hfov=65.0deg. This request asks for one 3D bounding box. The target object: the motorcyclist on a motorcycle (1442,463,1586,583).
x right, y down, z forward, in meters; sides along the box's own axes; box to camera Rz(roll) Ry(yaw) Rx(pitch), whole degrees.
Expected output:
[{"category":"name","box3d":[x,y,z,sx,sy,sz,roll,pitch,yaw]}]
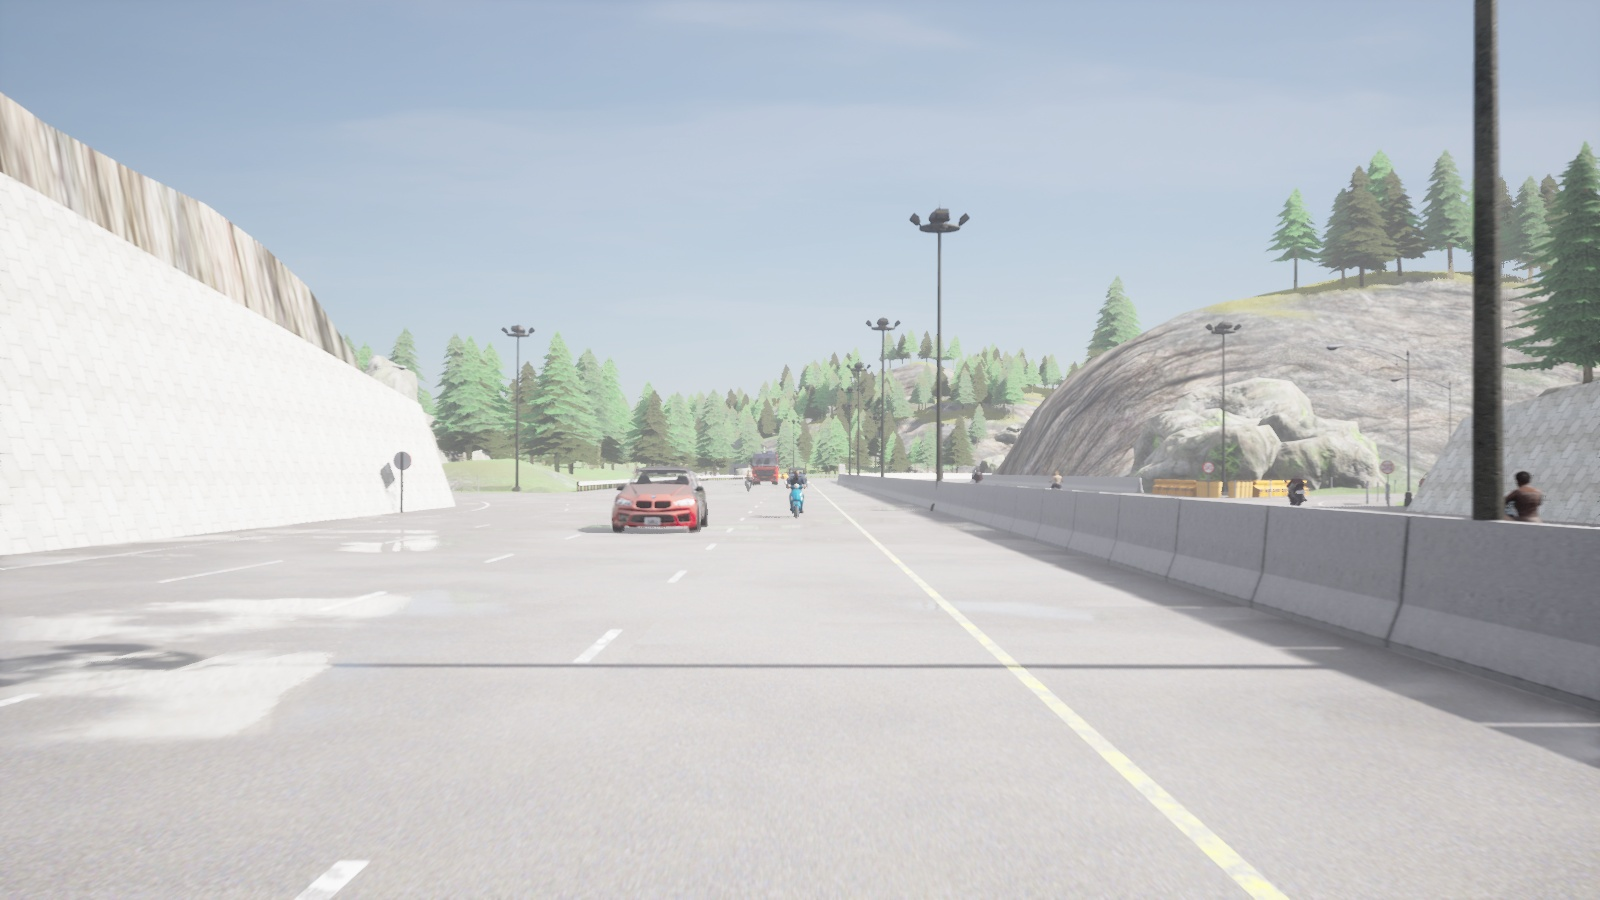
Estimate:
[{"category":"motorcyclist on a motorcycle","box3d":[10.455,1.033,18.508,0.766,1.649,2.350,0,-1,0]}]

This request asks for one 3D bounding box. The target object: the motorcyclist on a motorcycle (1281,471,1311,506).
[{"category":"motorcyclist on a motorcycle","box3d":[22.095,1.698,55.983,0.866,1.530,2.191,0,-1,12]}]

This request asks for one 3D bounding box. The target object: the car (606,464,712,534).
[{"category":"car","box3d":[-3.580,1.220,32.689,2.242,1.667,4.611,0,-1,0]}]

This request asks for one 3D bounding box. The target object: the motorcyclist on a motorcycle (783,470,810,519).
[{"category":"motorcyclist on a motorcycle","box3d":[-0.101,1.464,41.536,0.866,1.590,1.817,0,-1,0]}]
